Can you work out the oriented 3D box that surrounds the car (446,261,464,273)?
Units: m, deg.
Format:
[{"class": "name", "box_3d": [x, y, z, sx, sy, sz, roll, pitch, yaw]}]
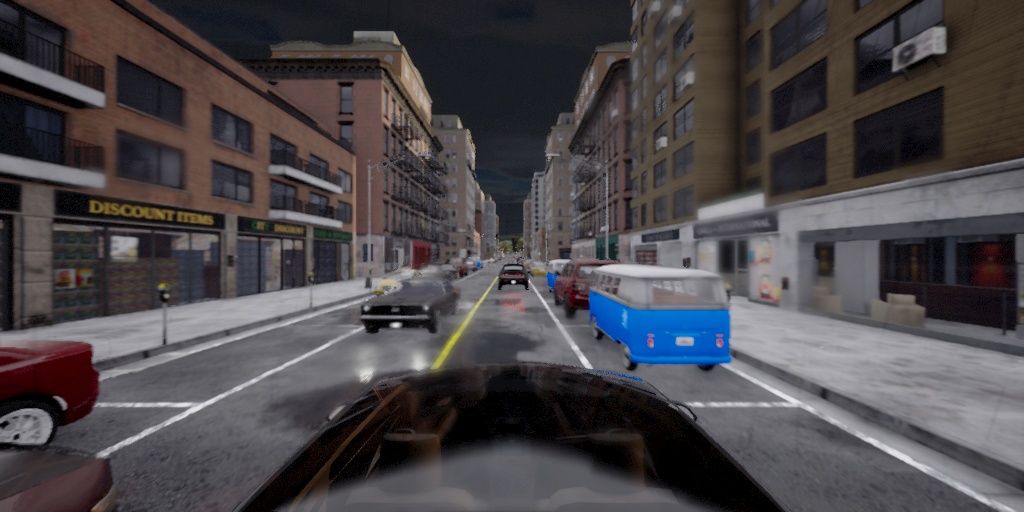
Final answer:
[{"class": "car", "box_3d": [-5.394, 1.305, 29.052, 1.948, 1.339, 4.313, 0, 0, 0]}]

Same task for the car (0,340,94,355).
[{"class": "car", "box_3d": [-5.403, 1.295, 2.020, 1.888, 1.381, 4.507, 0, 0, 0]}]

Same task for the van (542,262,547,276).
[{"class": "van", "box_3d": [2.682, 1.085, 18.240, 1.690, 1.789, 3.998, 0, 0, 0]}]

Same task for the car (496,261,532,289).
[{"class": "car", "box_3d": [0.089, 1.247, 22.983, 1.837, 1.490, 4.892, 0, 0, 0]}]

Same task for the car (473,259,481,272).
[{"class": "car", "box_3d": [-5.389, 1.316, 45.270, 1.802, 1.307, 4.207, 0, 0, 0]}]

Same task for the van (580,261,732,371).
[{"class": "van", "box_3d": [2.691, 1.089, 7.427, 1.690, 1.789, 3.998, 0, 0, 0]}]

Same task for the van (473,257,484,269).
[{"class": "van", "box_3d": [-5.387, 1.073, 50.677, 1.690, 1.789, 3.998, 0, 0, 0]}]

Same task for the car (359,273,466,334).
[{"class": "car", "box_3d": [-2.761, 1.348, 10.773, 1.895, 1.301, 4.718, 0, 0, 1]}]

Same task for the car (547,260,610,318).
[{"class": "car", "box_3d": [2.686, 1.061, 12.834, 2.192, 1.841, 5.009, 0, 0, 0]}]

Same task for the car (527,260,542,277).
[{"class": "car", "box_3d": [2.668, 1.263, 34.629, 1.751, 1.417, 4.829, 0, 0, 0]}]

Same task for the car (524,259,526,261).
[{"class": "car", "box_3d": [2.663, 1.175, 39.864, 1.967, 1.591, 4.097, 0, 0, 0]}]

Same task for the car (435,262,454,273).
[{"class": "car", "box_3d": [-5.396, 1.292, 23.645, 2.007, 1.370, 4.403, 0, 0, 0]}]

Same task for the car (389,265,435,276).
[{"class": "car", "box_3d": [-5.398, 1.269, 18.070, 1.751, 1.417, 4.829, 0, 0, 0]}]

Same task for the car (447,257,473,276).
[{"class": "car", "box_3d": [-5.392, 1.052, 34.458, 2.192, 1.841, 5.009, 0, 0, 0]}]

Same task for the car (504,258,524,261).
[{"class": "car", "box_3d": [0.101, 1.298, 42.999, 1.994, 1.385, 4.181, 0, 0, 0]}]
